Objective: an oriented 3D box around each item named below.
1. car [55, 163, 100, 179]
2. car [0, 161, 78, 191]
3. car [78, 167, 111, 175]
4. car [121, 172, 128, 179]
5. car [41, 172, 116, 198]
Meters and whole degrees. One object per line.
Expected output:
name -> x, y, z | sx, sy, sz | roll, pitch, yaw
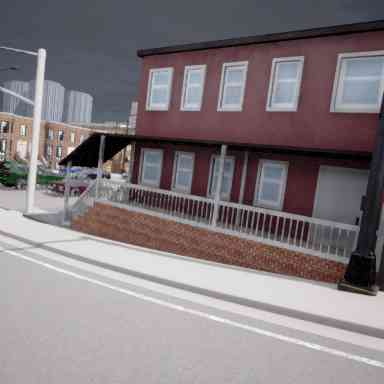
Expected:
car -> -14.292, -2.570, 41.826 | 1.882, 1.535, 5.008 | 10, 6, 36
car -> -12.403, -1.251, 26.294 | 2.150, 2.045, 5.566 | 10, 6, 35
car -> -11.836, -2.040, 39.315 | 2.128, 1.511, 4.902 | 10, 6, 35
car -> -8.415, -2.549, 49.939 | 2.128, 1.511, 4.902 | 10, 6, 36
car -> -8.437, -0.411, 25.959 | 2.033, 1.411, 5.357 | 10, 6, 35
